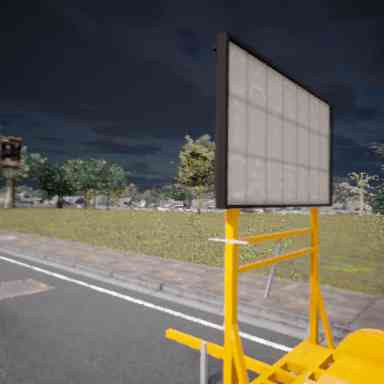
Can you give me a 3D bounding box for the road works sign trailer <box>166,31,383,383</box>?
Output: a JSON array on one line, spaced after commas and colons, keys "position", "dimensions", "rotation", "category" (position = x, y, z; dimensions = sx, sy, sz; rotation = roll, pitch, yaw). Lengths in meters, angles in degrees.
[{"position": [0.790, 0.553, 3.492], "dimensions": [2.880, 3.560, 2.380], "rotation": [0, -2, 41], "category": "road works sign trailer"}]
